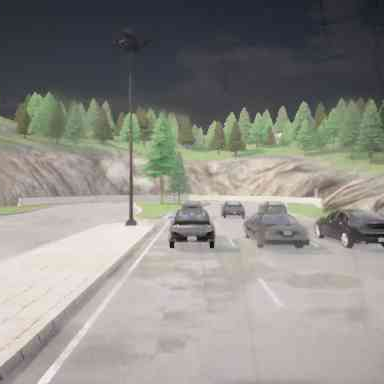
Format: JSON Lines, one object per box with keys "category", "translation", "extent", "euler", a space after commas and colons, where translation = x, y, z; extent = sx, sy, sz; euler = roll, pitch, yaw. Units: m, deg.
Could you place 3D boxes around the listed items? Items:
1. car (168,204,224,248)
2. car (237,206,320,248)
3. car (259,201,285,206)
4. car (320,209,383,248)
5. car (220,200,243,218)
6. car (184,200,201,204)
{"category": "car", "translation": [0.000, 1.492, 14.650], "extent": [2.128, 1.511, 4.902], "euler": [0, 0, 0]}
{"category": "car", "translation": [3.500, 1.560, 14.650], "extent": [2.033, 1.411, 5.357], "euler": [0, 0, 0]}
{"category": "car", "translation": [7.067, 1.493, 29.415], "extent": [2.128, 1.511, 4.902], "euler": [0, 0, 2]}
{"category": "car", "translation": [7.000, 1.514, 14.650], "extent": [1.837, 1.490, 4.892], "euler": [0, 0, 0]}
{"category": "car", "translation": [3.568, 1.493, 29.509], "extent": [2.128, 1.511, 4.902], "euler": [0, 0, 2]}
{"category": "car", "translation": [0.069, 1.514, 29.603], "extent": [1.837, 1.490, 4.892], "euler": [0, 0, 2]}
